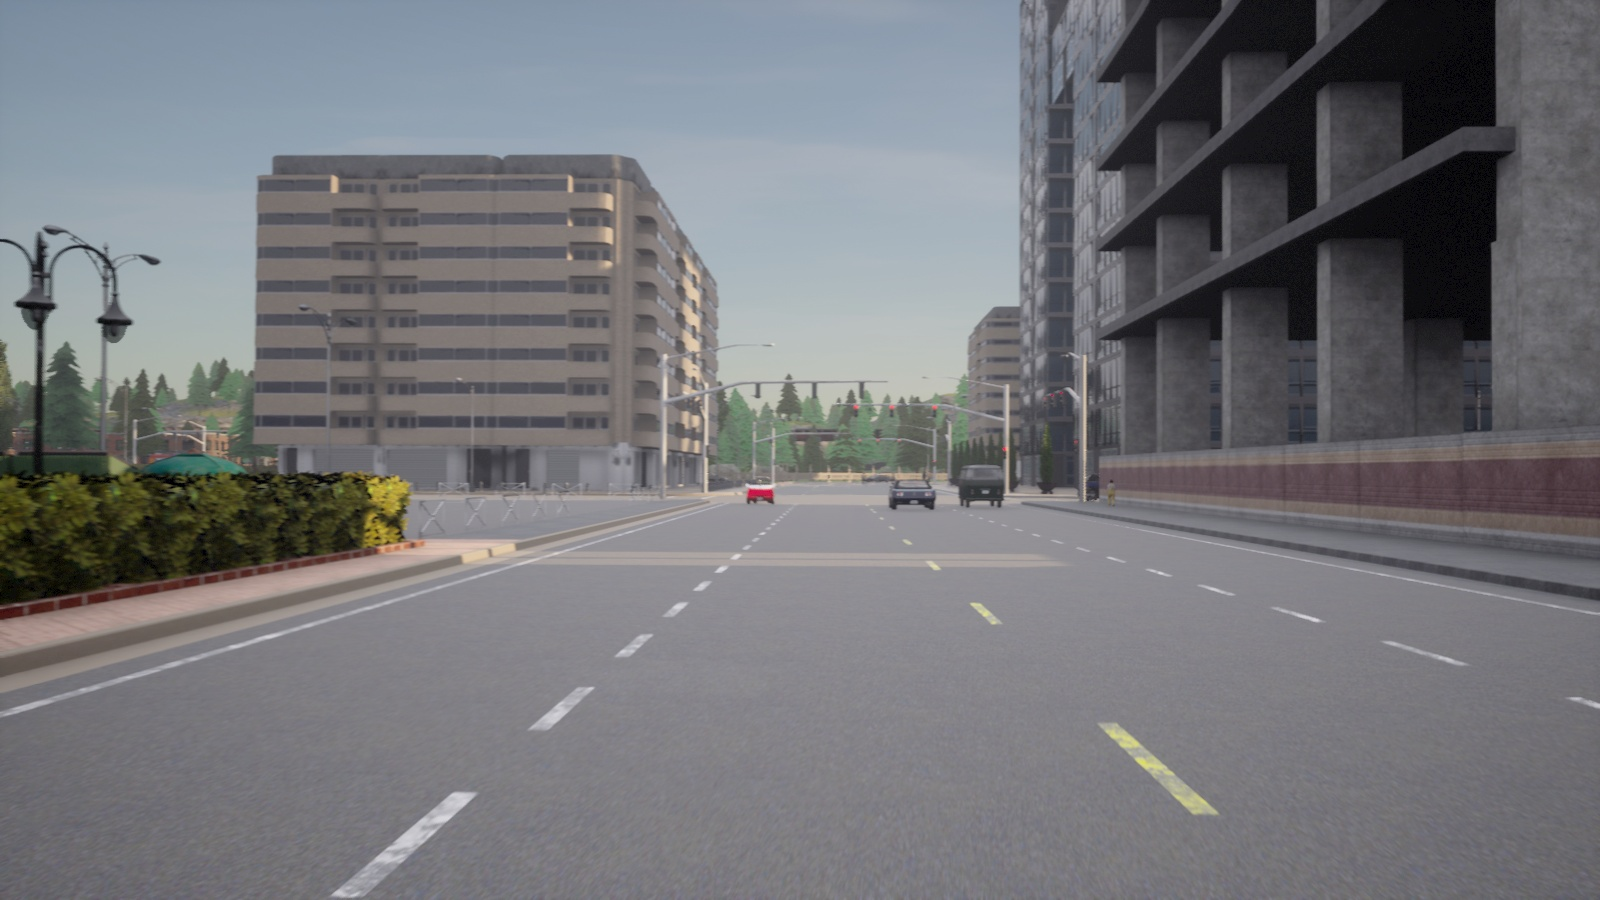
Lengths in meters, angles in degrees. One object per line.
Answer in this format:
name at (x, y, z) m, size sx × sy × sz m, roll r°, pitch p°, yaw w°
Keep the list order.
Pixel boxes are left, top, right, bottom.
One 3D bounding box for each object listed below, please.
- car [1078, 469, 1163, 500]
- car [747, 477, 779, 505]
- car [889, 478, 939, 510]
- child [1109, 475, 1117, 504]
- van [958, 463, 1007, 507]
car at (18.996, 2.042, 74.533) m, size 4.553 × 1.767 × 2.097 m, roll 0°, pitch -1°, yaw 4°
car at (-1.855, 2.031, 62.829) m, size 1.481 × 1.376 × 2.207 m, roll 0°, pitch -1°, yaw 1°
car at (4.945, 1.913, 55.064) m, size 1.895 × 1.301 × 4.718 m, roll 0°, pitch -1°, yaw 2°
child at (13.783, 1.733, 55.323) m, size 0.270 × 1.263 × 0.437 m, roll 0°, pitch -1°, yaw 4°
van at (8.552, 1.629, 59.088) m, size 1.775 × 1.987 × 4.442 m, roll 0°, pitch -1°, yaw 2°
